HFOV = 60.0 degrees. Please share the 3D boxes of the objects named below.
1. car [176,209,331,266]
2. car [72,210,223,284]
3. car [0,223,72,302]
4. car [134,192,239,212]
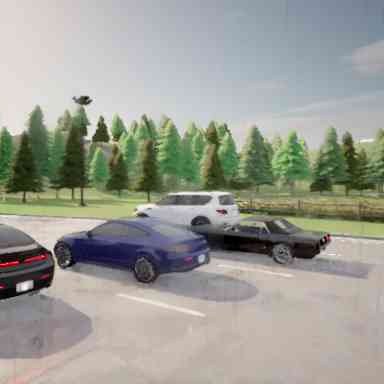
[{"bbox_3d":[1.930,1.460,11.012,4.718,1.301,1.895,1,1,32],"label":"car"},{"bbox_3d":[-1.743,1.391,9.096,4.674,1.442,1.812,1,1,31],"label":"car"},{"bbox_3d":[-4.991,1.380,6.967,4.892,1.490,1.837,0,0,30],"label":"car"},{"bbox_3d":[-0.405,0.992,16.499,5.566,2.045,2.150,1,1,29],"label":"car"}]
